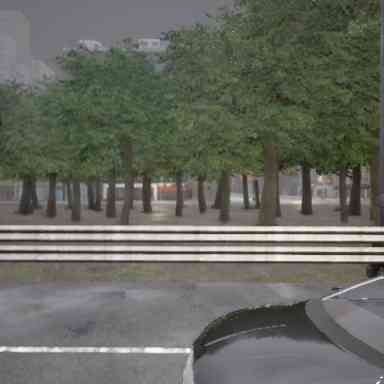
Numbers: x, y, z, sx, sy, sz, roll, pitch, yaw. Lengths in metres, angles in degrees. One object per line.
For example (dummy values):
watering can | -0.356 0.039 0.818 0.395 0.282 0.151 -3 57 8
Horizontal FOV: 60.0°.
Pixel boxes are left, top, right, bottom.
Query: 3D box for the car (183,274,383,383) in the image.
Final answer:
car | 2.380 1.493 2.910 4.902 1.511 2.128 0 0 1
